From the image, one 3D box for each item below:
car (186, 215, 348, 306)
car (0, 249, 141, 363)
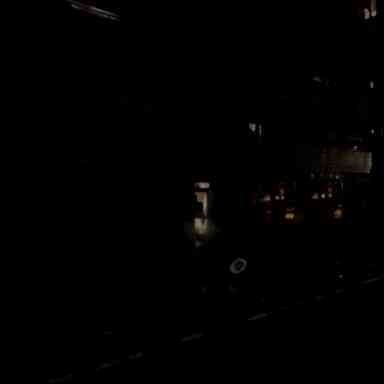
[{"bbox_3d":[1.818,1.412,7.874,4.097,1.590,1.967,0,-1,-36],"label":"car"},{"bbox_3d":[-2.800,1.565,4.574,4.313,1.339,1.947,0,-1,-36],"label":"car"}]
